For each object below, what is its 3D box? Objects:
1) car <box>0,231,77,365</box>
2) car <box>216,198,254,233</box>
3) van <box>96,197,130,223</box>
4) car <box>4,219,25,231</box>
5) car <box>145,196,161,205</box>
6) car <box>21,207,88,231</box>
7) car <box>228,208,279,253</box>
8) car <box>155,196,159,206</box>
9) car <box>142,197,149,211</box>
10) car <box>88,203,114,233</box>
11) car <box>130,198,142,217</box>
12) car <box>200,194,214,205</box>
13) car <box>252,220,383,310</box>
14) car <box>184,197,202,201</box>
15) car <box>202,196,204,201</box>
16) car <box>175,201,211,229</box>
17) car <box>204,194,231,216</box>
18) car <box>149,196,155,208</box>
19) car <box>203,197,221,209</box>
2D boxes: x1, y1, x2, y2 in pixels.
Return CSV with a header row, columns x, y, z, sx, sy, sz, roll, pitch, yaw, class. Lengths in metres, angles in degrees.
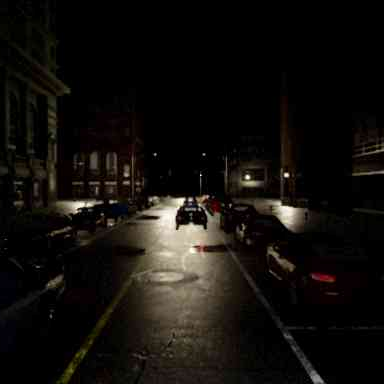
x,y,z,sx,sy,sz,roll,pitch,yaw,class
-3.117,1.530,3.781,2.033,1.411,5.357,0,0,0,car
2.634,1.343,18.687,1.967,1.590,4.097,0,0,0,car
-5.932,1.226,24.257,1.690,1.788,3.998,0,0,0,van
-5.809,1.533,7.349,1.947,1.339,4.313,0,0,0,car
-6.133,1.315,52.440,2.008,1.369,4.403,0,0,0,car
-5.850,1.490,12.985,2.008,1.369,4.403,0,0,0,car
2.675,1.512,13.052,1.802,1.307,4.206,0,0,0,car
-6.092,1.353,46.803,1.947,1.339,4.313,0,0,0,car
-6.011,1.417,35.531,1.802,1.307,4.206,0,0,0,car
-5.890,1.494,18.622,1.802,1.307,4.206,0,0,0,car
-5.970,1.386,29.724,1.752,1.417,4.829,0,0,0,car
2.391,1.195,52.502,1.967,1.590,4.097,0,0,0,car
2.716,1.540,7.415,1.802,1.307,4.206,0,0,0,car
-0.176,1.361,38.999,2.033,1.411,5.357,0,0,0,car
2.512,1.141,35.594,2.192,1.841,5.009,0,0,0,car
-0.048,1.496,20.839,1.895,1.301,4.718,0,0,0,car
2.552,1.165,29.957,2.192,1.841,5.009,0,0,0,car
-6.052,1.376,41.167,1.947,1.339,4.313,0,0,0,car
2.473,1.367,41.231,1.947,1.339,4.313,0,0,0,car
